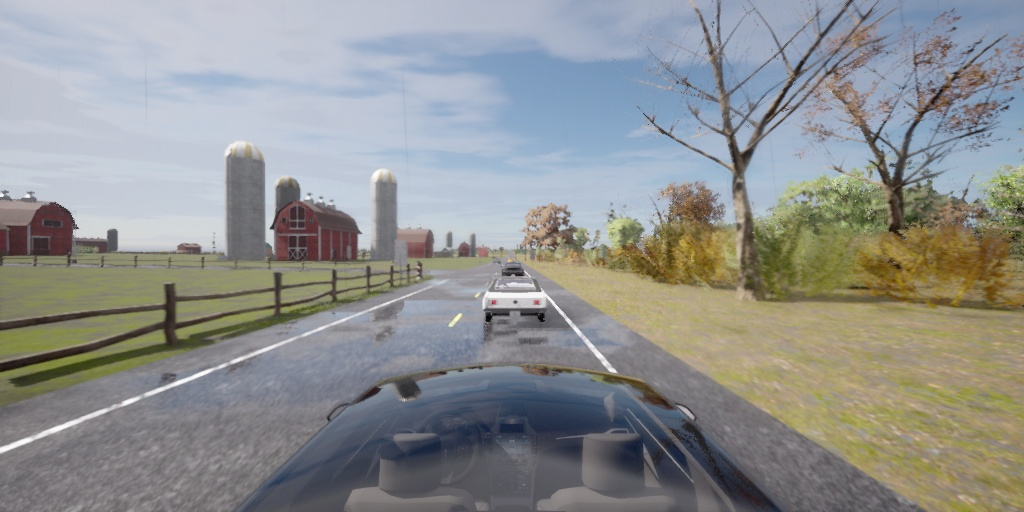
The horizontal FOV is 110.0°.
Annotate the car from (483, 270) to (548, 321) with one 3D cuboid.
[{"bbox_3d":[0.091,1.349,12.418,1.895,1.301,4.718,0,0,0],"label":"car"}]

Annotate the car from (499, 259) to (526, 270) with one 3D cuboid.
[{"bbox_3d":[0.068,1.250,30.164,1.837,1.490,4.892,0,0,0],"label":"car"}]
